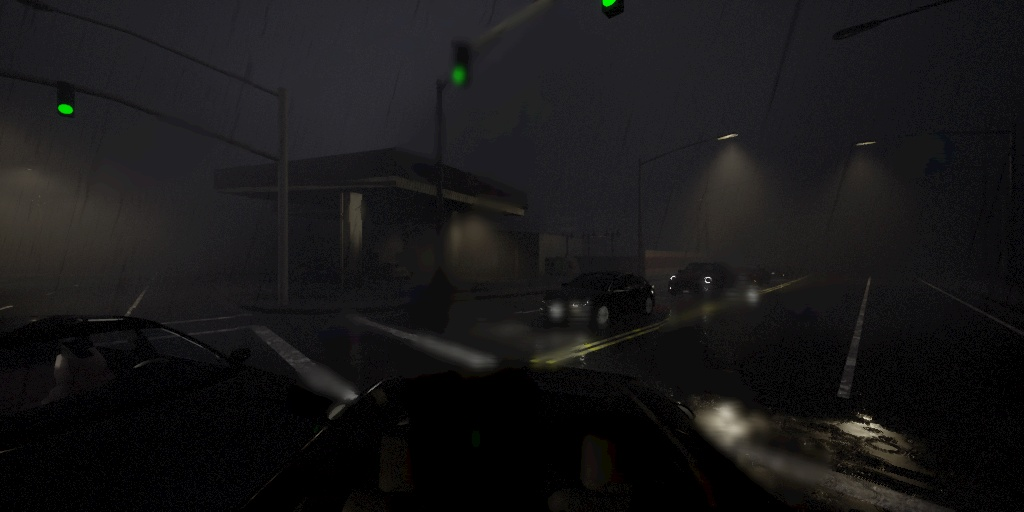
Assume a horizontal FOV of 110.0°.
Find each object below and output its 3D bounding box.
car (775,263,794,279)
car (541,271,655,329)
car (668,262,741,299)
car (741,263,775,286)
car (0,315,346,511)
[{"bbox_3d":[23.916,1.314,32.280,4.181,1.385,1.994,0,0,-44],"label":"car"},{"bbox_3d":[2.930,1.255,11.557,1.837,1.490,4.892,0,0,45],"label":"car"},{"bbox_3d":[9.797,1.102,18.374,4.553,1.767,2.097,0,0,-45],"label":"car"},{"bbox_3d":[16.753,1.314,25.256,1.994,1.385,4.181,0,0,44],"label":"car"},{"bbox_3d":[-3.410,1.242,2.566,4.902,1.511,2.128,0,0,15],"label":"car"}]
